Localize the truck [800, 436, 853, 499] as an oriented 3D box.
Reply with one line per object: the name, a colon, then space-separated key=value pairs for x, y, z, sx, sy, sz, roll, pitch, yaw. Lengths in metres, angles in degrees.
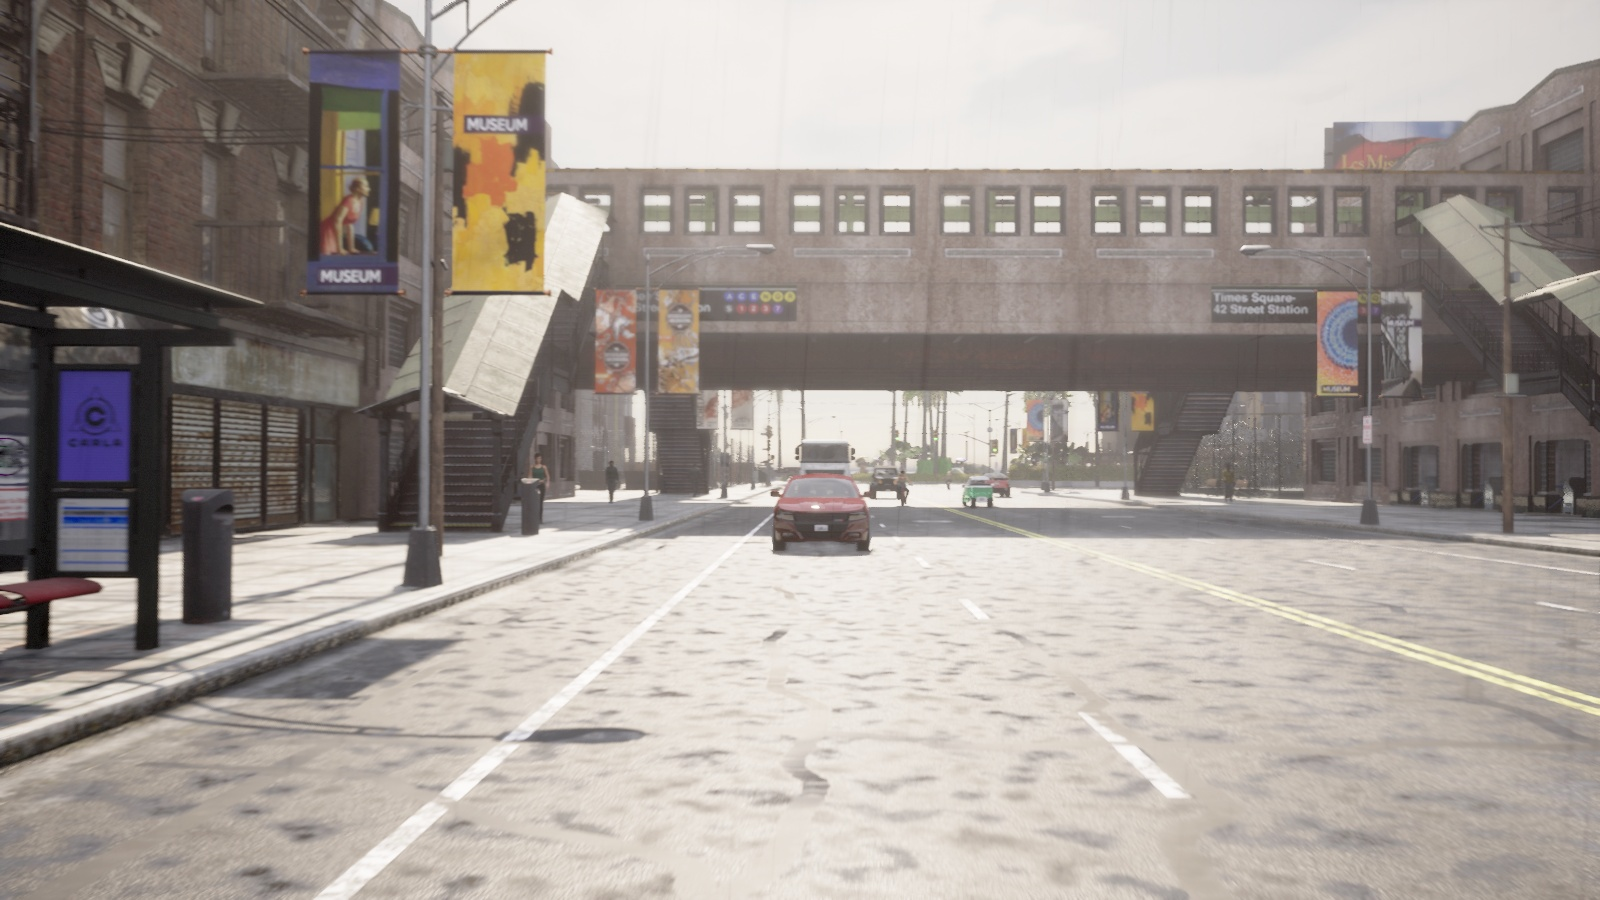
truck: x=1.534 y=1.052 z=73.113 sx=2.891 sy=3.462 sz=7.936 roll=0 pitch=-1 yaw=1

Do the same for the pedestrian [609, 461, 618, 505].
pedestrian: x=-7.780 y=1.374 z=52.395 sx=0.353 sy=1.847 sz=0.614 roll=0 pitch=-1 yaw=-6

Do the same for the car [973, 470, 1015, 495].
car: x=12.155 y=2.044 z=78.919 sx=2.007 sy=1.525 sz=4.514 roll=0 pitch=-1 yaw=1

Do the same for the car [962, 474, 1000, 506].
car: x=8.179 y=1.796 z=56.916 sx=1.481 sy=1.376 sz=2.207 roll=0 pitch=-1 yaw=2

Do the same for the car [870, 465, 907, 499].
car: x=5.002 y=1.789 z=71.353 sx=1.905 sy=1.878 sz=3.866 roll=0 pitch=-1 yaw=1

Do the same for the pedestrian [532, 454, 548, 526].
pedestrian: x=-6.716 y=1.036 z=32.434 sx=0.345 sy=1.836 sz=0.594 roll=0 pitch=-1 yaw=-8

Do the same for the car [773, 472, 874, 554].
car: x=0.480 y=1.226 z=26.005 sx=1.882 sy=1.535 sz=5.008 roll=0 pitch=-1 yaw=1

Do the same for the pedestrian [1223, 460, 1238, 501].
pedestrian: x=19.501 y=1.362 z=56.907 sx=0.431 sy=1.840 sz=0.709 roll=0 pitch=-1 yaw=3

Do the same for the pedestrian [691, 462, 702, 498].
pedestrian: x=-5.502 y=1.609 z=66.869 sx=0.563 sy=1.883 sz=0.849 roll=0 pitch=-1 yaw=-5
